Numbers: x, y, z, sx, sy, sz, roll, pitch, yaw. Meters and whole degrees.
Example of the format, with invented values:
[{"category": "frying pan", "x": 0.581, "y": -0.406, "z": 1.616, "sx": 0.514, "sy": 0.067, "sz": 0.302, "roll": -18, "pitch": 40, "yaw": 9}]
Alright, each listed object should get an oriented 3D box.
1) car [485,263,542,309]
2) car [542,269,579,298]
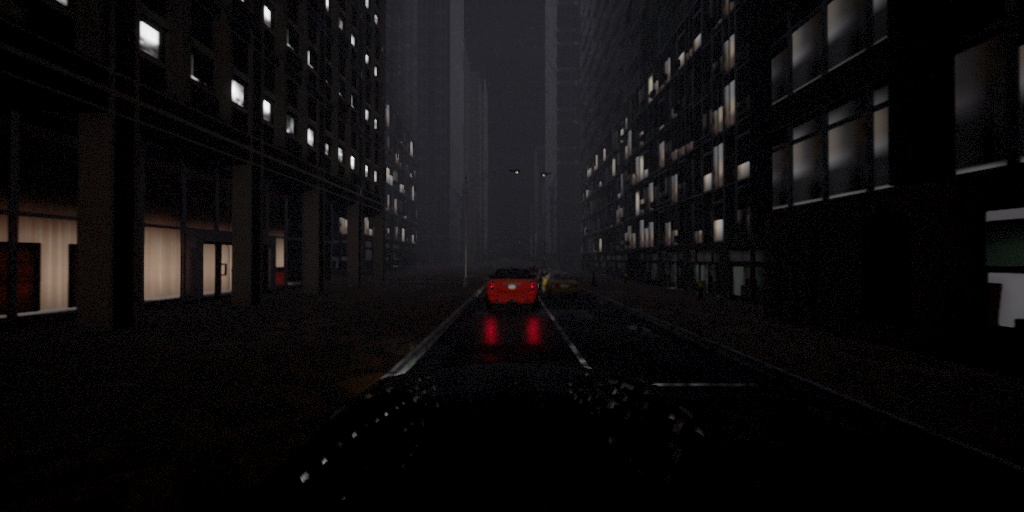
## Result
[{"category": "car", "x": -0.001, "y": 1.233, "z": 15.929, "sx": 2.097, "sy": 1.767, "sz": 4.553, "roll": 0, "pitch": -1, "yaw": 0}, {"category": "car", "x": 2.560, "y": 1.442, "z": 19.753, "sx": 1.751, "sy": 1.417, "sz": 4.829, "roll": 0, "pitch": 0, "yaw": 0}]
